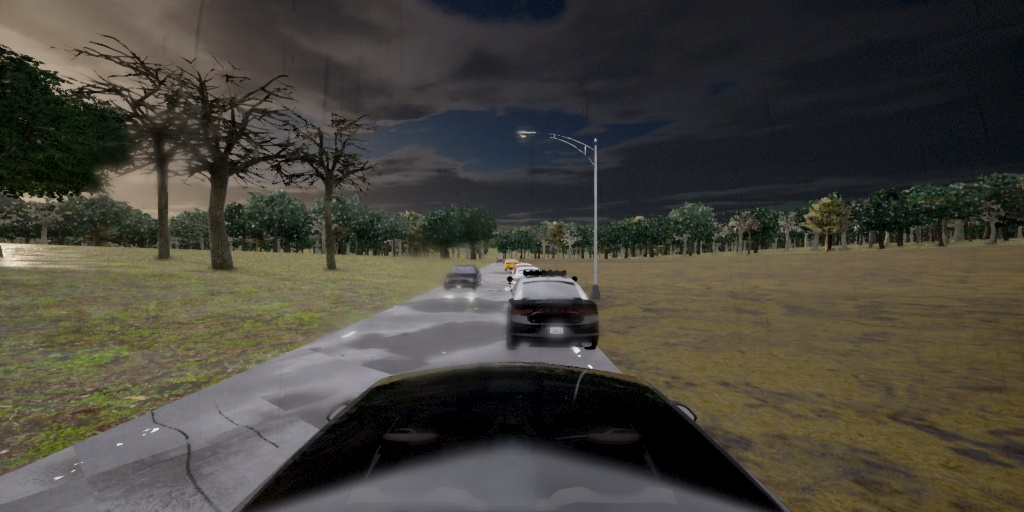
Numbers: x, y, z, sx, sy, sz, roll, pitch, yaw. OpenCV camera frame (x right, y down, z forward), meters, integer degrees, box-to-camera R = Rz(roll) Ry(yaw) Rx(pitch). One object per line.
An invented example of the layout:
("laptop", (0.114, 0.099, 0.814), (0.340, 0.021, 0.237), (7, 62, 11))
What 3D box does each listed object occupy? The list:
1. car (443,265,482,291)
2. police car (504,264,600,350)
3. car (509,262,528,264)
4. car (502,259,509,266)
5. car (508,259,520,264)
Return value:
("car", (-2.855, 1.277, 21.936), (2.033, 1.411, 5.357), (0, 0, 0))
("police car", (0.823, 1.171, 9.213), (1.930, 1.638, 5.238), (0, 0, 0))
("car", (0.822, 1.260, 19.103), (1.812, 1.442, 4.674), (0, 0, 0))
("car", (0.028, 1.142, 48.502), (1.882, 1.535, 5.008), (0, 0, 0))
("car", (0.820, 1.180, 25.293), (1.801, 1.575, 5.366), (0, 0, 0))
